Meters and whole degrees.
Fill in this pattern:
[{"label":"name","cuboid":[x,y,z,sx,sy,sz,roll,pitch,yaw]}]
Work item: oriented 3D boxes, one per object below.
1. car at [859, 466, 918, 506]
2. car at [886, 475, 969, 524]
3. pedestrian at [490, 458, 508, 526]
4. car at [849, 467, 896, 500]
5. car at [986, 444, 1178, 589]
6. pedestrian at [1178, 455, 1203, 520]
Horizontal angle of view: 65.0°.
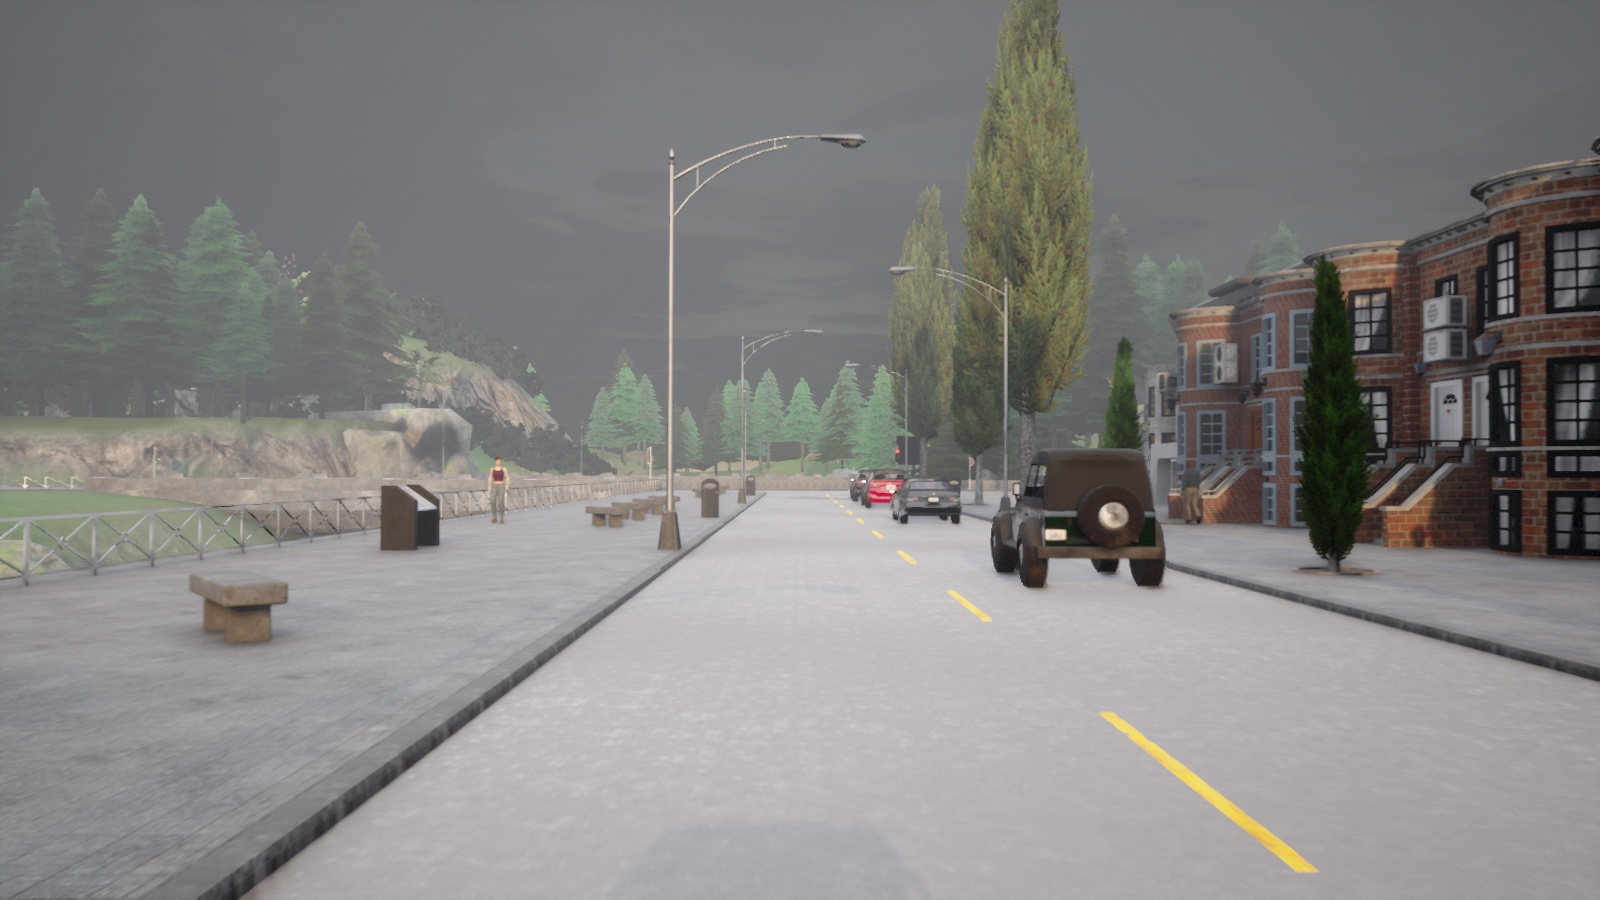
[{"label":"car","cuboid":[3.855,1.570,55.350,2.242,1.667,4.611,0,-1,0]},{"label":"car","cuboid":[3.898,1.504,39.284,2.033,1.411,5.357,0,-1,0]},{"label":"pedestrian","cuboid":[-8.133,1.126,33.954,0.345,1.836,0.594,0,-1,0]},{"label":"car","cuboid":[3.825,1.765,66.975,2.242,1.667,4.611,0,-1,0]},{"label":"car","cuboid":[3.951,0.900,18.264,1.905,1.878,3.866,0,-1,0]},{"label":"pedestrian","cuboid":[11.097,1.065,35.680,0.370,1.835,0.726,0,-1,-12]}]
